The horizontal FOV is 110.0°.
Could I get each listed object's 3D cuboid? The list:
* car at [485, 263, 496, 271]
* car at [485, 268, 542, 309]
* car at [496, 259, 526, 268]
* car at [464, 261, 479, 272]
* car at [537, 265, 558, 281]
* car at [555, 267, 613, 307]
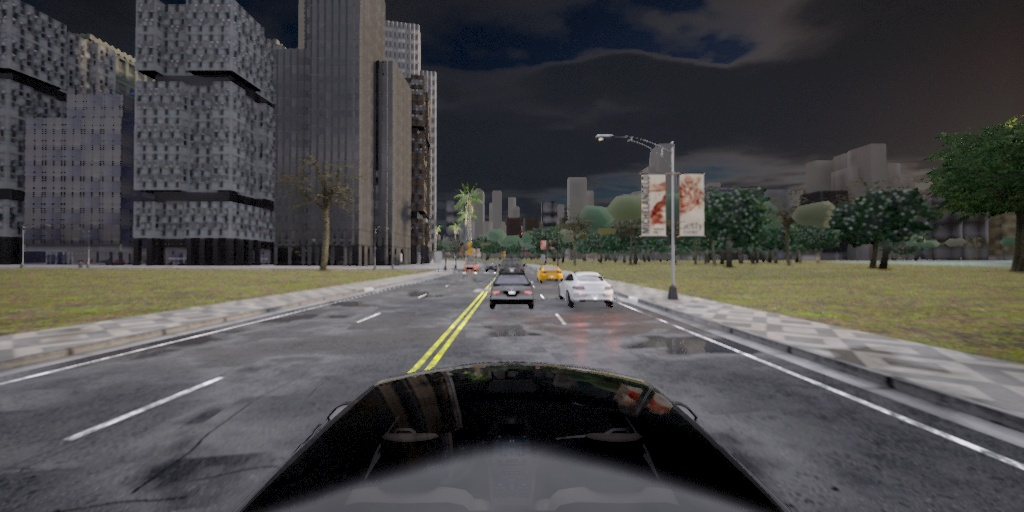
[{"bbox_3d":[-3.278,1.872,57.858,2.033,1.411,5.357,0,-1,0],"label":"car"},{"bbox_3d":[-0.006,1.438,15.849,2.033,1.411,5.357,0,-1,0],"label":"car"},{"bbox_3d":[-0.013,1.263,30.882,2.150,2.045,5.566,0,0,0],"label":"car"},{"bbox_3d":[-6.529,1.674,57.776,2.097,1.767,4.553,0,0,0],"label":"car"},{"bbox_3d":[3.241,1.529,31.331,1.882,1.535,5.008,0,0,0],"label":"car"},{"bbox_3d":[3.247,1.421,16.255,1.812,1.442,4.674,0,0,0],"label":"car"}]
